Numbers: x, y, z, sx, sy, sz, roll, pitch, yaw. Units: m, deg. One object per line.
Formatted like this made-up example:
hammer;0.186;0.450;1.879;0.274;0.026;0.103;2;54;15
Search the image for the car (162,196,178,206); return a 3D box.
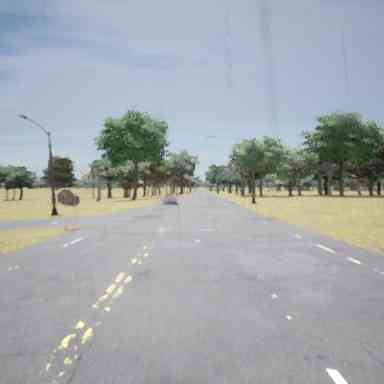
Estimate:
car;-3.100;1.282;48.354;1.994;1.385;4.181;0;1;2
